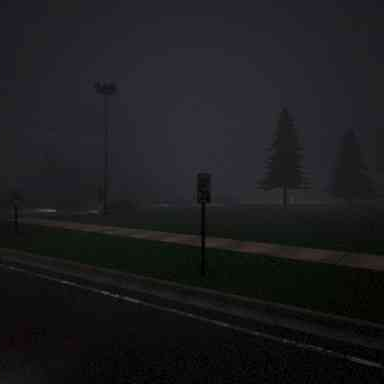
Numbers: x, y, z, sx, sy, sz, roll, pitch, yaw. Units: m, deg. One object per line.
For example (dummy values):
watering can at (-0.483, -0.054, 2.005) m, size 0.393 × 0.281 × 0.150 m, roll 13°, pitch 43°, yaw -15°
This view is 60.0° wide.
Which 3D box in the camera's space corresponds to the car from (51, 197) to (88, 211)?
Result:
car at (-15.355, 1.564, 41.554) m, size 1.994 × 1.385 × 4.181 m, roll 0°, pitch 0°, yaw 35°

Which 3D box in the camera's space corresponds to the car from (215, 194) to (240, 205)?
car at (6.965, 1.547, 61.147) m, size 2.033 × 1.411 × 5.357 m, roll 0°, pitch 0°, yaw 36°

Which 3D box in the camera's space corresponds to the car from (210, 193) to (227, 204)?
car at (5.095, 1.223, 64.550) m, size 2.150 × 2.045 × 5.566 m, roll 0°, pitch 0°, yaw 35°

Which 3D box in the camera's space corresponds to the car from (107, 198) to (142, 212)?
car at (-8.398, 1.564, 39.286) m, size 1.994 × 1.385 × 4.181 m, roll 0°, pitch 0°, yaw 35°

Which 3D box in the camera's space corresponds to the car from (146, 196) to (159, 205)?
car at (-7.519, 1.478, 58.830) m, size 1.882 × 1.535 × 5.008 m, roll 0°, pitch 0°, yaw 35°

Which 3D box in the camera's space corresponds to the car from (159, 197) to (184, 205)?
car at (-3.274, 1.564, 58.793) m, size 1.994 × 1.385 × 4.181 m, roll 0°, pitch 0°, yaw 35°

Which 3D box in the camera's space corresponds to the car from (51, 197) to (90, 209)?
car at (-16.657, 1.503, 45.797) m, size 1.837 × 1.490 × 4.892 m, roll 0°, pitch 0°, yaw 35°

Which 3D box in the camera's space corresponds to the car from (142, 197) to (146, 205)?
car at (-9.128, 1.547, 44.349) m, size 2.033 × 1.411 × 5.357 m, roll 0°, pitch 0°, yaw 35°

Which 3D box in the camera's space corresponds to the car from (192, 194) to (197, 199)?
car at (1.340, 1.115, 71.341) m, size 1.837 × 1.490 × 4.892 m, roll 0°, pitch 0°, yaw 35°
